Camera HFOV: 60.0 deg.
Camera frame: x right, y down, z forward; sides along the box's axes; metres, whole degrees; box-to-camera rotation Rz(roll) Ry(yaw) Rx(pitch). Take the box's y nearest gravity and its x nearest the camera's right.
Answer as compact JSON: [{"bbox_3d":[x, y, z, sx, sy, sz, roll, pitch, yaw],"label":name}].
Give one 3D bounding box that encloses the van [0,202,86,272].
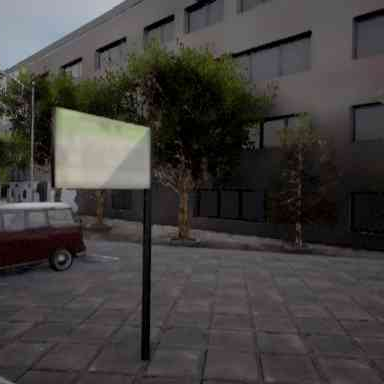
[{"bbox_3d":[-4.962,1.312,8.965,1.878,1.987,4.442,-2,-1,35],"label":"van"}]
